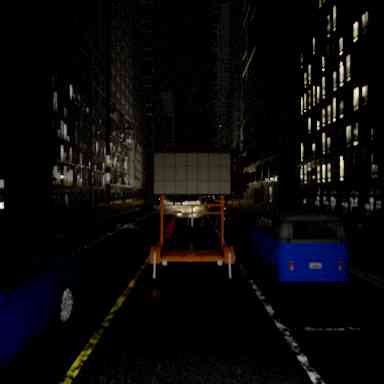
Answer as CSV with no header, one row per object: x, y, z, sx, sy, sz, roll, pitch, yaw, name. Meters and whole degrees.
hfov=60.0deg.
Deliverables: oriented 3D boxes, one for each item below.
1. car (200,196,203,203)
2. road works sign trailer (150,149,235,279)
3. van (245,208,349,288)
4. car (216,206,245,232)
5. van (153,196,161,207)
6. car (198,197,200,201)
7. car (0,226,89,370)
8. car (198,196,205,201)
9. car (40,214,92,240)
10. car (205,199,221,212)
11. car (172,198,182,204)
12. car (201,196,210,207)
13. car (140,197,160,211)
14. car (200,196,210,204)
2.736,1.772,54.638,2.008,1.369,4.403,0,0,0,car
0.008,0.508,10.125,2.380,3.560,2.880,0,0,0,road works sign trailer
2.698,1.380,9.100,1.690,1.788,3.998,0,0,0,van
2.707,1.669,20.483,1.802,1.307,4.206,0,0,0,car
-5.644,1.562,54.649,1.690,1.788,3.998,0,0,0,van
2.746,1.692,66.023,1.967,1.590,4.097,0,0,0,car
-3.096,1.496,4.272,1.882,1.535,5.008,0,0,0,car
2.770,1.866,94.485,1.887,1.381,4.507,0,0,0,car
-5.679,1.645,14.800,1.802,1.307,4.206,0,0,0,car
2.722,1.741,37.560,1.802,1.307,4.206,0,0,0,car
-2.945,1.857,67.614,1.895,1.301,4.718,0,0,0,car
2.732,1.753,48.945,2.008,1.369,4.403,0,0,0,car
-5.654,1.733,43.264,2.008,1.369,4.403,0,0,0,car
2.751,1.708,71.715,1.967,1.590,4.097,0,0,0,car
